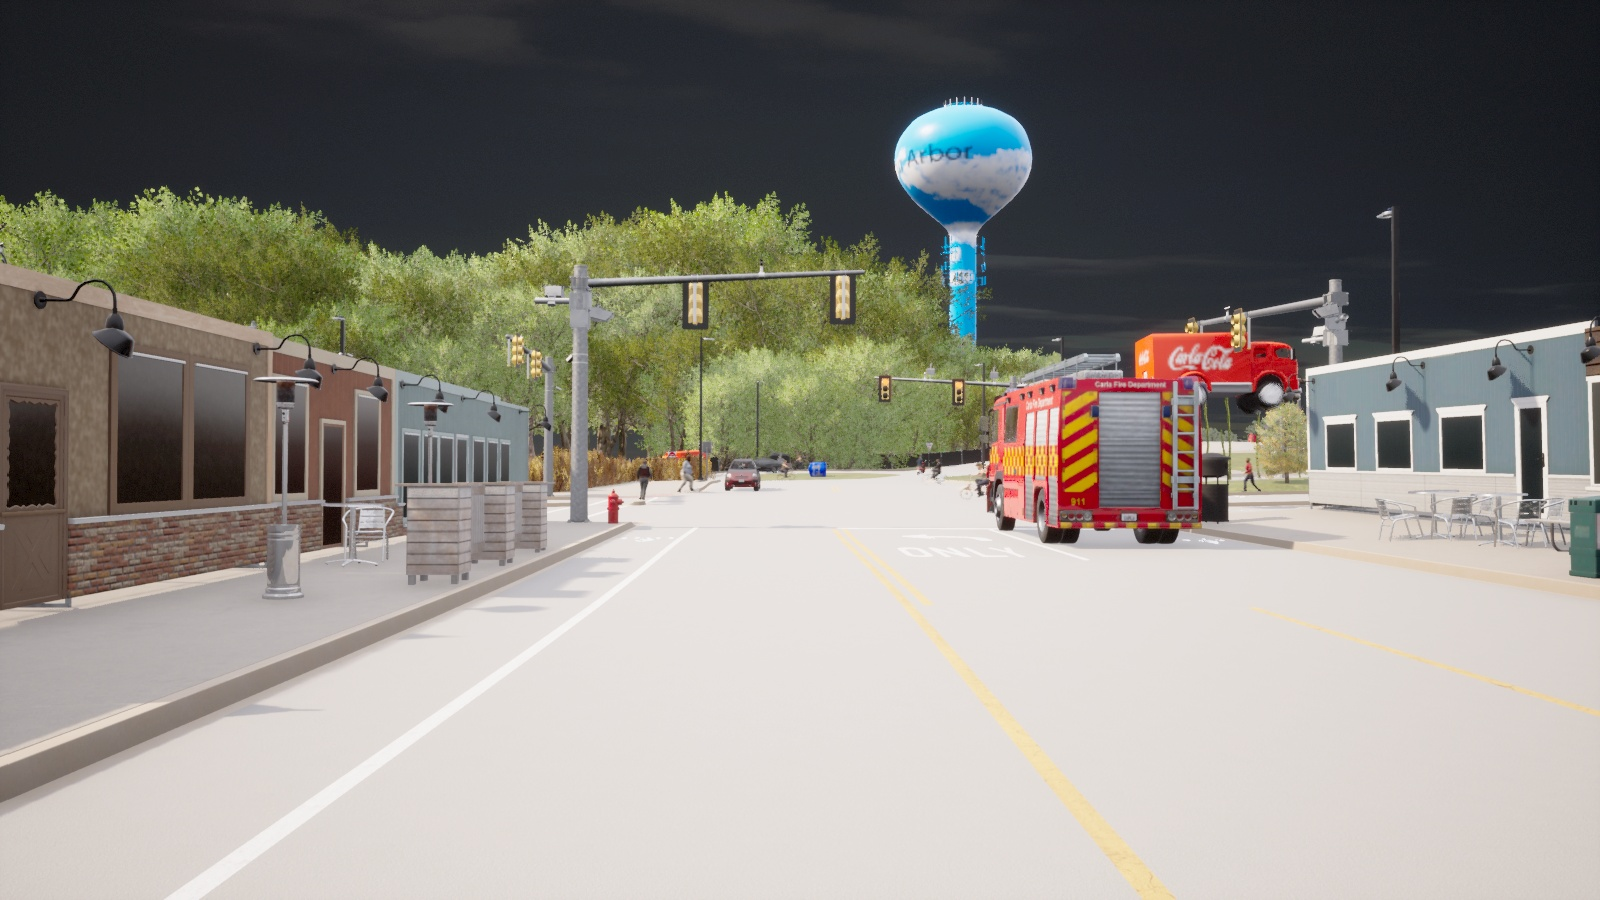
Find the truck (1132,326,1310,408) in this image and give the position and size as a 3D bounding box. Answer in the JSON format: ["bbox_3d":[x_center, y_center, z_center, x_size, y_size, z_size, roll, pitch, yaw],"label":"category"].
[{"bbox_3d":[14.481,-2.842,43.501,5.204,2.467,2.627,-1,-3,0],"label":"truck"}]

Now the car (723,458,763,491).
[{"bbox_3d":[-2.920,1.248,64.968,1.851,1.617,3.988,0,1,0],"label":"car"}]

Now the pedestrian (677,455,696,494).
[{"bbox_3d":[-5.543,1.195,61.493,0.900,1.855,0.874,0,-1,-2],"label":"pedestrian"}]

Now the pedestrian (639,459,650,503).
[{"bbox_3d":[-6.624,1.317,53.423,0.376,1.854,0.720,0,-1,1],"label":"pedestrian"}]

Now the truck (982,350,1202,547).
[{"bbox_3d":[6.313,0.008,28.718,2.891,3.827,8.468,0,-1,-1],"label":"truck"}]

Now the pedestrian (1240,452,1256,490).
[{"bbox_3d":[21.841,1.040,61.163,0.636,1.846,0.331,0,-1,-8],"label":"pedestrian"}]
